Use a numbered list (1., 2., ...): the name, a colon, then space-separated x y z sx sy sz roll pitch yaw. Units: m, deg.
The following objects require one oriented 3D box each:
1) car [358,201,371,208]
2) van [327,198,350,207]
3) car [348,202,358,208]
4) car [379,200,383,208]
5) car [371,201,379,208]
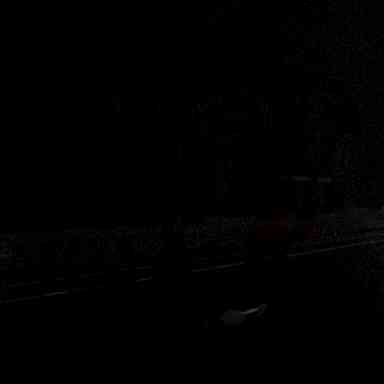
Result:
1. car: 33.577 2.381 65.476 1.802 1.307 4.206 -1 0 -35
2. van: 30.632 2.209 69.628 1.690 1.788 3.998 -1 0 -35
3. car: 26.840 2.332 60.213 2.008 1.369 4.403 -1 0 -35
4. car: 32.596 2.172 52.107 1.752 1.417 4.829 -1 0 -35
5. car: 36.512 2.045 61.326 2.192 1.841 5.009 -1 0 -35
